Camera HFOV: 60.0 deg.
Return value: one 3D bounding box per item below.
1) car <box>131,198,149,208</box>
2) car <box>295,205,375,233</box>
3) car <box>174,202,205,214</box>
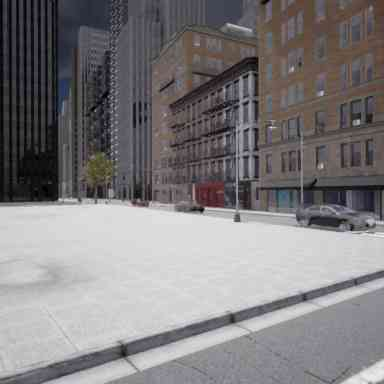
[{"bbox_3d":[-8.627,1.791,55.078,1.882,1.535,5.008,0,0,-26],"label":"car"},{"bbox_3d":[8.607,1.549,20.382,2.128,1.511,4.902,0,0,-31],"label":"car"},{"bbox_3d":[-0.308,1.764,37.951,1.895,1.301,4.718,0,0,-26],"label":"car"}]
